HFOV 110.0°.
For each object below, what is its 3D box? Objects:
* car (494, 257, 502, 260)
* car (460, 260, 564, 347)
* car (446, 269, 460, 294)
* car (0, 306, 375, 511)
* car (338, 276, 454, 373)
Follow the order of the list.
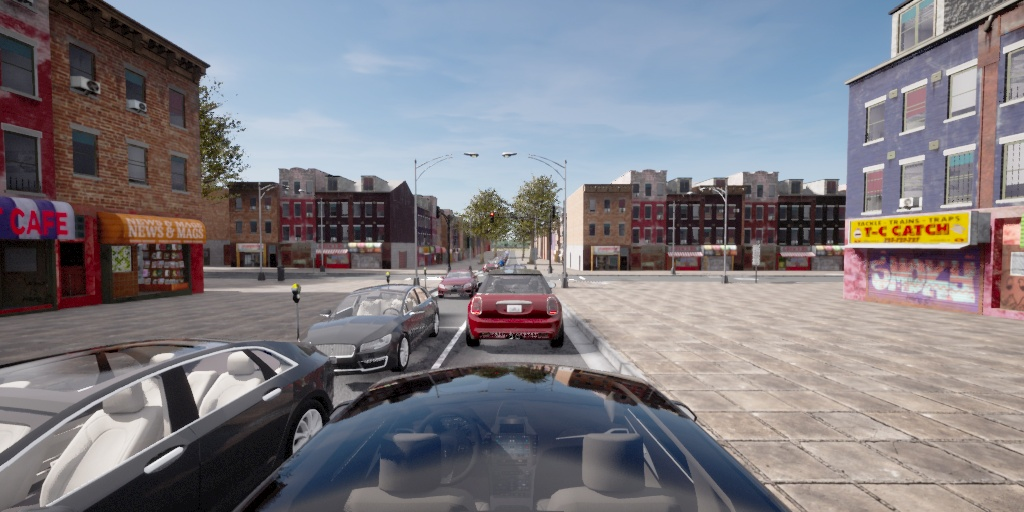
[{"bbox_3d":[-2.578,1.233,45.106,1.967,1.591,4.097,0,0,0],"label":"car"},{"bbox_3d":[0.109,1.099,9.481,2.097,1.767,4.553,0,0,2],"label":"car"},{"bbox_3d":[-2.617,1.332,18.330,1.802,1.307,4.207,0,0,0],"label":"car"},{"bbox_3d":[-2.640,1.300,1.988,2.007,1.370,4.403,0,0,0],"label":"car"},{"bbox_3d":[-2.632,1.298,7.436,2.007,1.370,4.403,0,0,0],"label":"car"}]
